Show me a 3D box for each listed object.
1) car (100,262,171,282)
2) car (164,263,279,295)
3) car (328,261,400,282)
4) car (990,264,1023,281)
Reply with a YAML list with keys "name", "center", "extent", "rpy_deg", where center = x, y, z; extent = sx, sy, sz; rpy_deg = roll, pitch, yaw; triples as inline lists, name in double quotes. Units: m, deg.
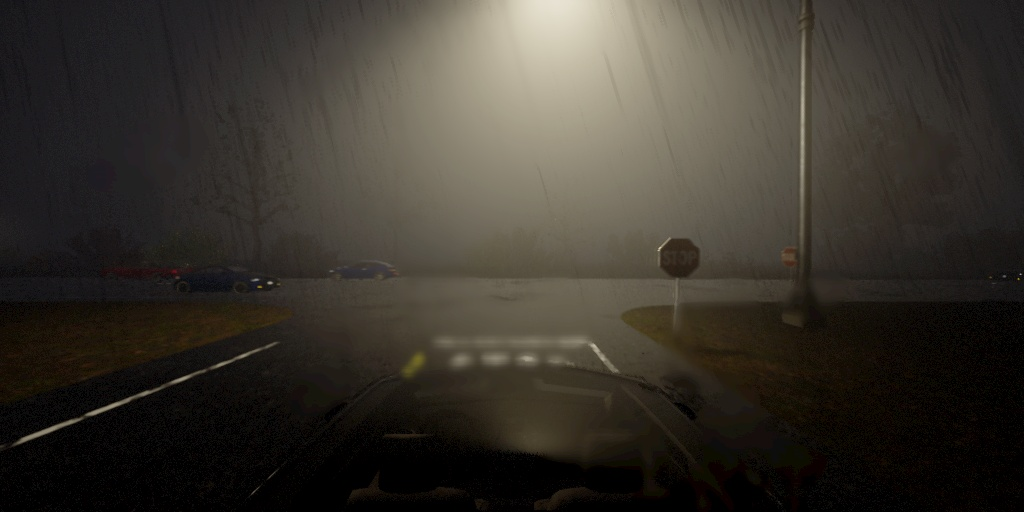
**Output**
- name: "car"
  center: [-24.733, 1.052, 24.389]
  extent: [4.718, 1.301, 1.895]
  rpy_deg: [0, 1, -2]
- name: "car"
  center: [-13.994, 1.135, 17.710]
  extent: [4.181, 1.385, 1.994]
  rpy_deg: [0, 1, -2]
- name: "car"
  center: [-10.168, 1.049, 24.819]
  extent: [4.674, 1.442, 1.812]
  rpy_deg: [0, 1, -2]
- name: "car"
  center: [37.837, 1.279, 26.166]
  extent: [4.181, 1.385, 1.994]
  rpy_deg: [0, 1, -2]
